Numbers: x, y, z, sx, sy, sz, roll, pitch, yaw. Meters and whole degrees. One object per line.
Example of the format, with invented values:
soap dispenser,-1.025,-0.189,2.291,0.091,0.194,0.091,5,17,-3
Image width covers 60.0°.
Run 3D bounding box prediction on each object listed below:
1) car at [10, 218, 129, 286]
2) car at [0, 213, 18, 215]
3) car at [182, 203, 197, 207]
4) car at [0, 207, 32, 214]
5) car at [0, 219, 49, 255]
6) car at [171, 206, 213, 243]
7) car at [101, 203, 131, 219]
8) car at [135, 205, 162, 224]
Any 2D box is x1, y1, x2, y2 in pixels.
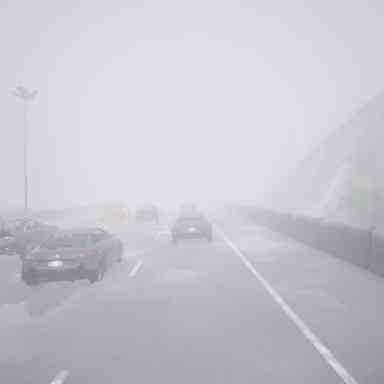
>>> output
car,-3.415,1.769,10.262,1.994,1.385,4.181,-2,0,-1
car,-10.488,2.043,15.987,1.812,1.442,4.674,-2,0,-1
car,-0.234,1.789,33.021,2.033,1.411,5.357,-2,0,-1
car,-21.500,2.609,40.945,2.128,1.511,4.902,-2,0,-1
car,-6.962,1.858,13.793,2.128,1.511,4.902,-2,0,-1
car,-0.026,1.686,17.051,1.994,1.385,4.181,-2,0,-1
car,-7.208,1.853,31.775,2.097,1.767,4.553,-2,0,-1
car,-3.665,1.821,28.731,1.882,1.535,5.008,-2,0,-1
